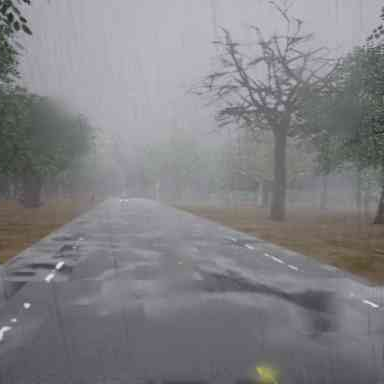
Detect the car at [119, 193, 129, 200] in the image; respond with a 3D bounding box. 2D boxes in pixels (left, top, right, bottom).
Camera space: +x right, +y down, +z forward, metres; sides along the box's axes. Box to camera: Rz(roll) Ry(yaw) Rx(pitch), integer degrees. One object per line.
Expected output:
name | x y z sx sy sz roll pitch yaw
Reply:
car | -15.333 1.005 75.010 1.994 1.385 4.181 3 -1 -12
